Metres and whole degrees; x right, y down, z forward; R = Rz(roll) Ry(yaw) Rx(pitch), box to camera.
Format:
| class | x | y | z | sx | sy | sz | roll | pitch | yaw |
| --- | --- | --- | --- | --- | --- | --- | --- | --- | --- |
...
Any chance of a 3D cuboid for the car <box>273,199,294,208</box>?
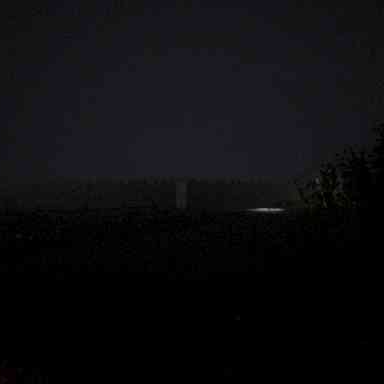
| class | x | y | z | sx | sy | sz | roll | pitch | yaw |
| --- | --- | --- | --- | --- | --- | --- | --- | --- | --- |
| car | 13.821 | 1.729 | 50.175 | 1.895 | 1.301 | 4.718 | 1 | 0 | 34 |
